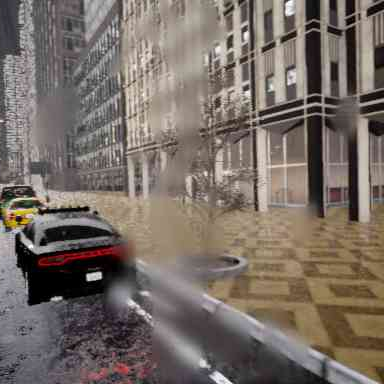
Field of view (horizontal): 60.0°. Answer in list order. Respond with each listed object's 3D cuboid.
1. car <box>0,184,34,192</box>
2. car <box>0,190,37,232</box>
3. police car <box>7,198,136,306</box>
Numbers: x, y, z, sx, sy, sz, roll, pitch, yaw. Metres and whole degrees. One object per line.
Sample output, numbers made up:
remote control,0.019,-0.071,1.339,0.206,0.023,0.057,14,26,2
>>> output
car,-11.274,0.547,21.351,2.150,2.045,5.566,-3,3,-31
car,-8.230,0.923,16.374,1.801,1.575,5.366,-3,3,-31
police car,-2.986,1.145,7.765,1.930,1.638,5.238,-3,3,-31
